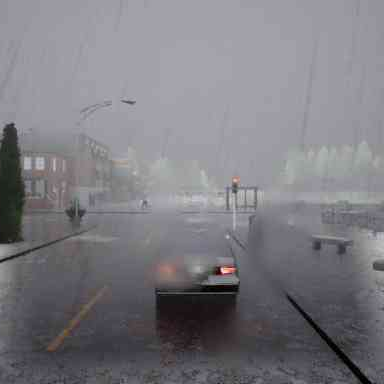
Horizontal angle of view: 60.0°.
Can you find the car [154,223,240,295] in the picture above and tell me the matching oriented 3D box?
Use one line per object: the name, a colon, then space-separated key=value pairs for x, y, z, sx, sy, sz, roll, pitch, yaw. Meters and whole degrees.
car: x=0.098 y=1.547 z=8.855 sx=2.033 sy=1.411 sz=5.357 roll=0 pitch=0 yaw=0
